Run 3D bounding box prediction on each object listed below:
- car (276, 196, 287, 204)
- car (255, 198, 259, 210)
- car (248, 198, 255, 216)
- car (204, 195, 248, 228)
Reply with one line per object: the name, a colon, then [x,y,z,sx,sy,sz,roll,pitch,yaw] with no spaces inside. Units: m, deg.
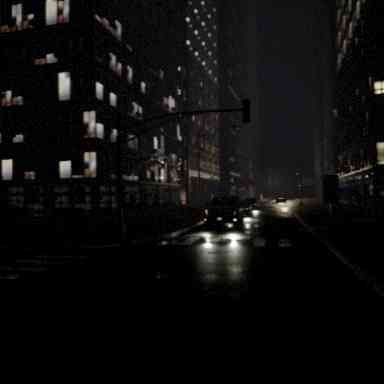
car: [16.385,1.422,61.125,2.033,1.411,5.357,-1,0,18]
car: [7.483,1.500,42.400,1.837,1.490,4.892,-1,0,16]
car: [4.770,1.496,32.467,1.882,1.535,5.008,-1,0,15]
car: [2.306,1.254,22.697,2.150,2.045,5.566,-1,0,14]
